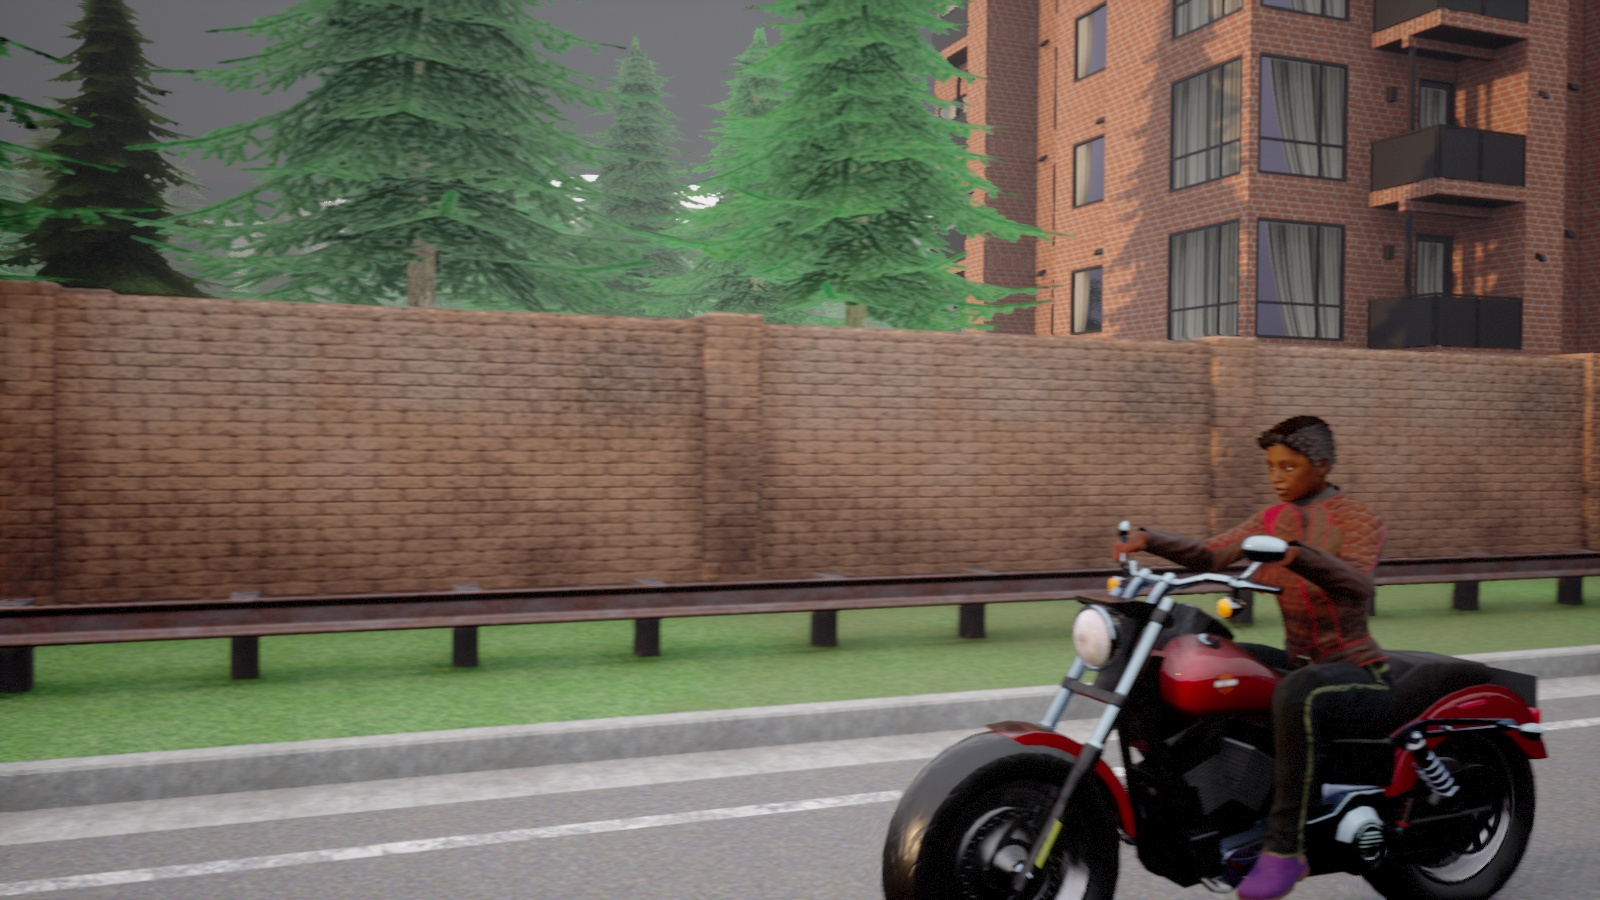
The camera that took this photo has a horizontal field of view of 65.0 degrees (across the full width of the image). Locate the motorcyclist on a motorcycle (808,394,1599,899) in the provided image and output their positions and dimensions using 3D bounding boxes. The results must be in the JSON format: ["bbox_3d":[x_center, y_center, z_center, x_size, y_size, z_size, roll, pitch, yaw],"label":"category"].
[{"bbox_3d":[1.268,0.673,3.749,2.350,1.649,0.766,-1,1,-21],"label":"motorcyclist on a motorcycle"}]
